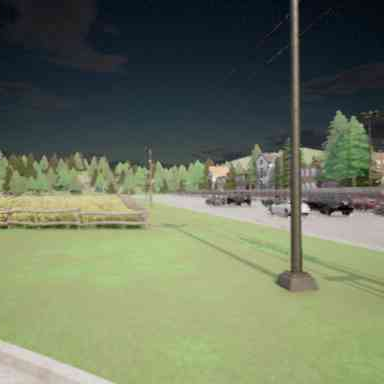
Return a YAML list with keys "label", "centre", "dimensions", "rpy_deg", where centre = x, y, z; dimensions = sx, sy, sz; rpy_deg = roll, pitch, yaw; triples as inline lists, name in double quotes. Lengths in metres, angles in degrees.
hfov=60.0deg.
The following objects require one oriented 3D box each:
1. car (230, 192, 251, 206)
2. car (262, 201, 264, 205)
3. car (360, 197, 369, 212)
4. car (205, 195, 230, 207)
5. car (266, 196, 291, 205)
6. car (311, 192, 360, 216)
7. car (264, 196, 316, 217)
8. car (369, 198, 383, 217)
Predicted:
- label: "car"
  centre: [6.896, 1.020, 49.579]
  dimensions: [2.150, 2.045, 5.566]
  rpy_deg: [0, 0, -14]
- label: "car"
  centre: [11.528, 1.323, 45.629]
  dimensions: [2.033, 1.411, 5.357]
  rpy_deg: [0, 0, -14]
- label: "car"
  centre: [17.839, 1.286, 35.142]
  dimensions: [1.812, 1.442, 4.674]
  rpy_deg: [0, 0, -14]
- label: "car"
  centre: [3.394, 1.318, 49.152]
  dimensions: [2.128, 1.511, 4.902]
  rpy_deg: [0, 0, -14]
- label: "car"
  centre: [13.456, 1.306, 52.179]
  dimensions: [1.994, 1.385, 4.181]
  rpy_deg: [0, 0, -14]
- label: "car"
  centre: [11.962, 1.041, 29.885]
  dimensions: [2.150, 2.045, 5.566]
  rpy_deg: [0, 0, -14]
- label: "car"
  centre: [8.501, 1.373, 29.295]
  dimensions: [1.812, 1.442, 4.674]
  rpy_deg: [0, 0, -14]
- label: "car"
  centre: [16.685, 1.345, 25.579]
  dimensions: [2.033, 1.411, 5.357]
  rpy_deg: [0, 0, -14]
